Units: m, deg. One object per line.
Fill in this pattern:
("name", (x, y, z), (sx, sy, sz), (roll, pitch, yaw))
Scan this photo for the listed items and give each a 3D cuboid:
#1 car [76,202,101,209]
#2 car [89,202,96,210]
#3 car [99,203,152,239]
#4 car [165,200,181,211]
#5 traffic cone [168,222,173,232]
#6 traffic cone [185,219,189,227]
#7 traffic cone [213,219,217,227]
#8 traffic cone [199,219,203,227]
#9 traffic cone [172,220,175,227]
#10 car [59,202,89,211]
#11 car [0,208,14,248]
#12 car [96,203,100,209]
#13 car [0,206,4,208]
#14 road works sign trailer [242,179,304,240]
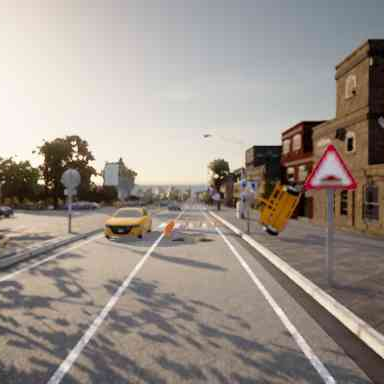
("car", (-21.747, 2.897, 70.209), (4.674, 1.452, 2.002), (0, -1, 0))
("car", (-21.773, 2.692, 63.790), (4.892, 1.521, 2.231), (0, -1, 0))
("car", (-3.328, 1.581, 18.035), (1.882, 1.535, 5.008), (0, -1, 0))
("car", (-3.151, 2.482, 59.345), (2.097, 1.767, 4.553), (0, -2, 1))
("traffic cone", (-1.361, 2.057, 17.888), (0.340, 0.580, 0.340), (0, -1, 0))
("traffic cone", (-0.351, 2.177, 23.888), (0.340, 0.580, 0.340), (0, -1, 0))
("traffic cone", (1.647, 2.177, 23.884), (0.340, 0.580, 0.340), (0, -1, 0))
("traffic cone", (0.648, 2.177, 23.886), (0.340, 0.580, 0.340), (0, -1, 0))
("traffic cone", (-1.358, 2.092, 19.888), (0.340, 0.580, 0.340), (0, -1, 0))
("car", (-21.790, 2.647, 60.514), (4.674, 1.452, 2.002), (0, -1, 0))
("car", (-9.364, 1.496, 11.632), (5.366, 1.575, 1.946), (0, 0, 0))
("car", (-21.769, 2.775, 67.062), (5.008, 1.535, 2.097), (0, -1, 0))
("car", (-21.876, 1.939, 33.017), (4.674, 1.452, 2.002), (0, -1, 0))
("road works sign trailer", (4.246, 0.493, 16.536), (2.880, 2.380, 3.560), (33, 18, 31))
